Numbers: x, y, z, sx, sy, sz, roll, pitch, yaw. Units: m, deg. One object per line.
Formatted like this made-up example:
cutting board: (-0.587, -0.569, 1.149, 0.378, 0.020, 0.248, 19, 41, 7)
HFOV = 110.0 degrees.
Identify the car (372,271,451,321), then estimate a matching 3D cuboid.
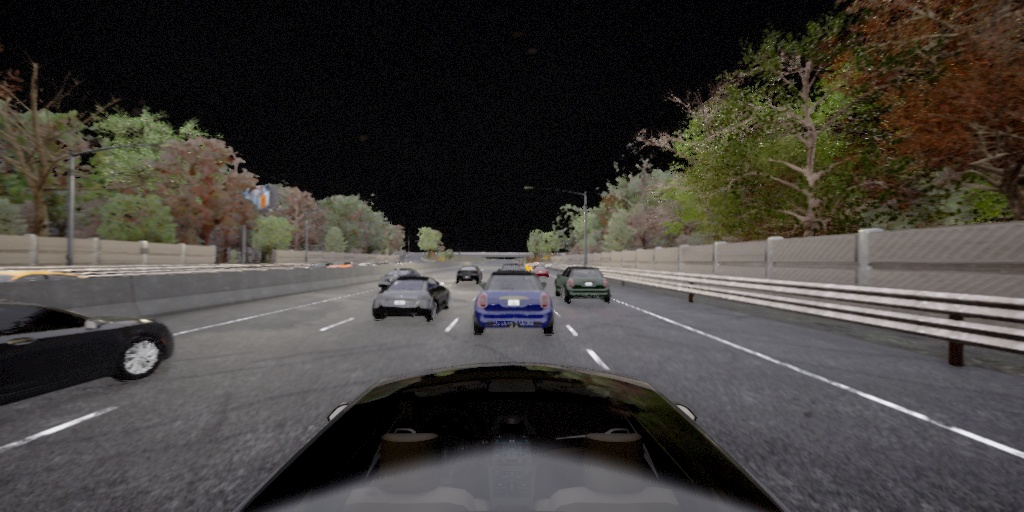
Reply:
car: (-3.479, 1.426, 13.077, 1.994, 1.385, 4.181, 0, -1, 0)

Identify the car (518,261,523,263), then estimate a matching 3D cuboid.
car: (-0.083, 1.403, 28.960, 2.097, 1.767, 4.553, 0, -1, 0)

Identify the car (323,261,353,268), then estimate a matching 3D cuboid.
car: (-24.878, 1.575, 52.124, 2.097, 1.767, 4.553, 0, -1, 0)

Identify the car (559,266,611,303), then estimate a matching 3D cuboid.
car: (3.386, 1.293, 18.028, 2.097, 1.767, 4.553, 0, -1, 0)

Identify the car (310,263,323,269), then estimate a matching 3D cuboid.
car: (-28.377, 1.735, 53.893, 1.837, 1.490, 4.892, 0, -1, 0)

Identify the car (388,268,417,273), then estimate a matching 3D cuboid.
car: (-7.047, 1.512, 23.547, 2.033, 1.411, 5.357, 0, -1, 0)

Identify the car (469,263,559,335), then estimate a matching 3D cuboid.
car: (0.032, 1.205, 11.100, 2.097, 1.767, 4.553, 0, -1, 0)

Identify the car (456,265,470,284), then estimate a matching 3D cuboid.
car: (-3.594, 1.537, 30.849, 1.882, 1.535, 5.008, 0, -1, 0)

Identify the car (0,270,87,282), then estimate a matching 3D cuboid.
car: (-17.679, 1.283, 12.768, 1.882, 1.535, 5.008, 0, -1, 0)

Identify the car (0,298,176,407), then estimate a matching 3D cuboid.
car: (-6.925, 1.258, 4.376, 1.837, 1.490, 4.892, 0, -1, 0)

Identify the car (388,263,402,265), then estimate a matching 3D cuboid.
car: (-17.895, 1.768, 54.558, 2.128, 1.511, 4.902, 0, -1, 0)

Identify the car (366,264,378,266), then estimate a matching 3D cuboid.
car: (-21.386, 1.860, 54.153, 1.895, 1.301, 4.718, 0, -1, 0)
